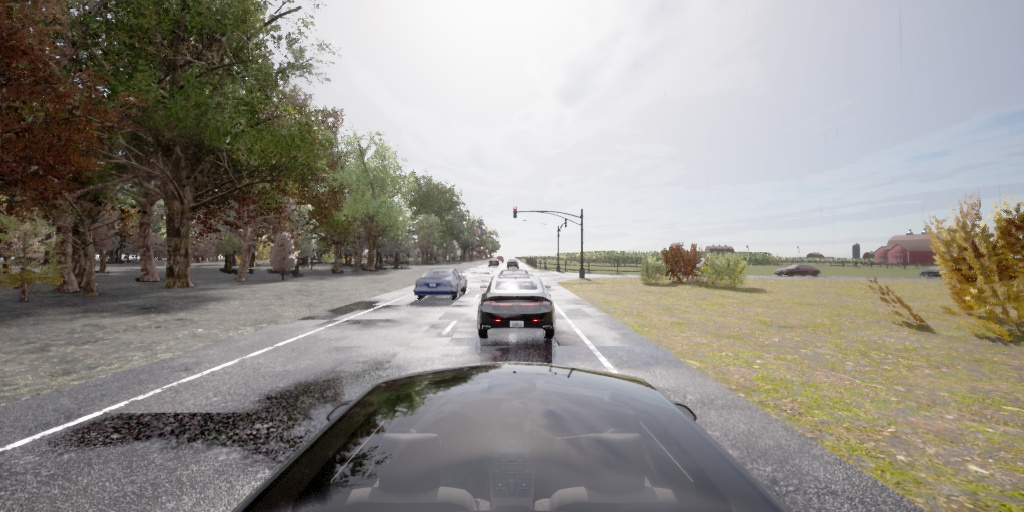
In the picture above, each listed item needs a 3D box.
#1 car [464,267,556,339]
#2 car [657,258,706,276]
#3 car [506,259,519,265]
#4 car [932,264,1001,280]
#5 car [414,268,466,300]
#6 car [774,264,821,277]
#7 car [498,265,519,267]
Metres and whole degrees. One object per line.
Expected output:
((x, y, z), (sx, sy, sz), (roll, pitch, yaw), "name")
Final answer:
((0.106, 1.244, 10.102), (2.128, 1.511, 4.902), (0, 0, 0), "car")
((19.678, 1.244, 41.660), (5.566, 2.045, 2.150), (1, -1, 0), "car")
((0.139, 1.260, 59.589), (1.837, 1.490, 4.892), (0, 0, 0), "car")
((48.608, 1.825, 37.899), (5.357, 1.411, 2.033), (1, -1, 1), "car")
((-3.391, 1.301, 17.841), (2.033, 1.411, 5.357), (0, 0, 0), "car")
((33.093, 1.694, 41.587), (4.674, 1.442, 1.812), (1, -1, 1), "car")
((0.111, 1.355, 19.223), (1.895, 1.301, 4.718), (0, 0, 0), "car")
